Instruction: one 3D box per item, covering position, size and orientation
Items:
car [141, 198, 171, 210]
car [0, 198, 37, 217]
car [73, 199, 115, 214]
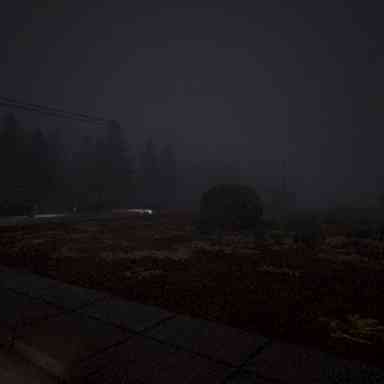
[{"bbox_3d":[-4.660,1.552,44.314,1.812,1.442,4.674,0,0,37],"label":"car"},{"bbox_3d":[-16.065,1.379,28.947,2.097,1.767,4.553,0,0,37],"label":"car"},{"bbox_3d":[-10.618,1.518,36.292,2.128,1.511,4.902,0,0,37],"label":"car"}]
